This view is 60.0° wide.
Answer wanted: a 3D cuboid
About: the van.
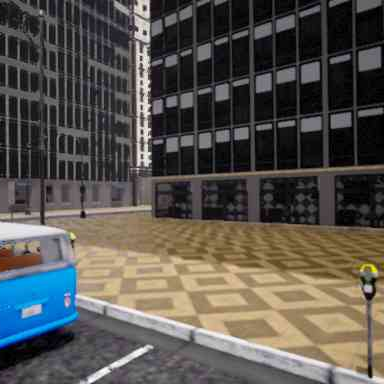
[{"bbox_3d":[-3.682,1.398,5.605,3.998,1.788,1.690,-1,-1,35],"label":"van"}]
